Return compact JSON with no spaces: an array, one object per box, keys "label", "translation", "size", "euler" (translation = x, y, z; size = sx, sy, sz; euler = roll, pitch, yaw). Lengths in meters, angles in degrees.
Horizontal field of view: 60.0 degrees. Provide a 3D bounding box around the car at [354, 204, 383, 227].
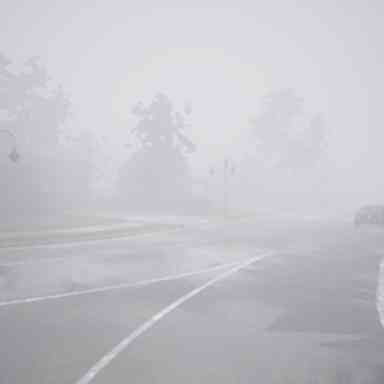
[{"label":"car","translation":[11.832,1.510,21.529],"size":[2.033,1.411,5.357],"euler":[0,0,36]}]
